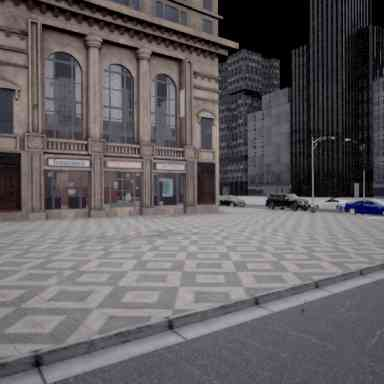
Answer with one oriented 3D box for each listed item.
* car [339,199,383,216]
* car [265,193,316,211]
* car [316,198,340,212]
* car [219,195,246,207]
[{"bbox_3d":[16.698,1.426,30.714,1.882,1.535,5.008,-1,1,-35],"label":"car"},{"bbox_3d":[11.128,1.141,38.951,2.150,2.045,5.566,-1,0,-34],"label":"car"},{"bbox_3d":[15.927,1.429,37.565,1.812,1.442,4.674,-1,1,-34],"label":"car"},{"bbox_3d":[5.557,1.244,47.216,2.097,1.767,4.553,-1,0,-34],"label":"car"}]
